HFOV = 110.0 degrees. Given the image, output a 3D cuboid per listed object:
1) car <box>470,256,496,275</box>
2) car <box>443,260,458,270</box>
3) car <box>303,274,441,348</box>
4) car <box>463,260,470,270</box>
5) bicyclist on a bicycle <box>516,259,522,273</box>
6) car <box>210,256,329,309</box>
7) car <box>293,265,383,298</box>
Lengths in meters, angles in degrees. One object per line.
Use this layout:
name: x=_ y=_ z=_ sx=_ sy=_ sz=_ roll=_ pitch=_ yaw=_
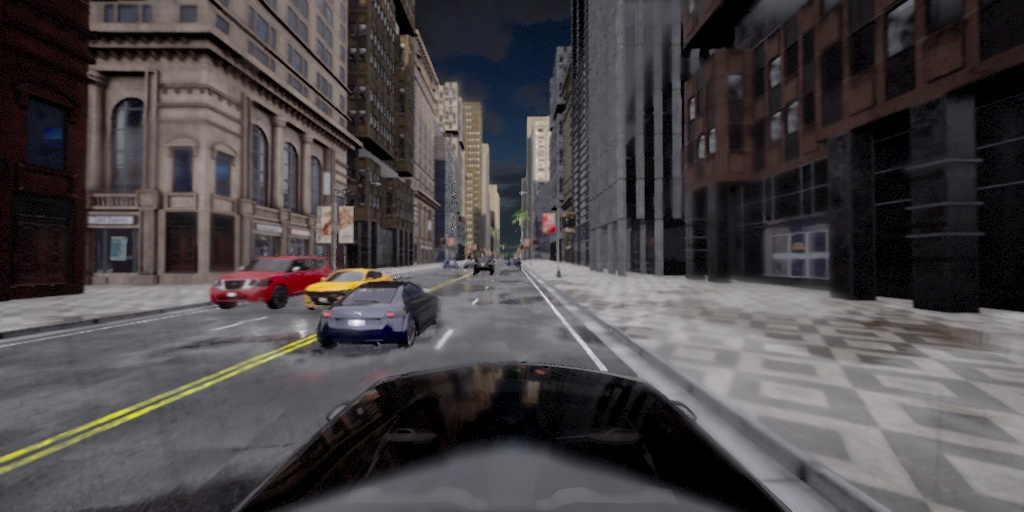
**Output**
car: x=-3.152 y=1.062 z=41.469 sx=2.150 sy=2.045 sz=5.566 roll=0 pitch=0 yaw=0
car: x=-9.796 y=1.397 z=57.653 sx=1.812 sy=1.442 sz=4.674 roll=0 pitch=0 yaw=1
car: x=-3.154 y=1.334 z=9.300 sx=1.994 sy=1.385 sz=4.181 roll=0 pitch=0 yaw=0
car: x=-6.544 y=1.417 z=57.104 sx=2.033 sy=1.411 sz=5.357 roll=0 pitch=0 yaw=1
bicyclist on a bicycle: x=0.892 y=1.216 z=43.900 sx=0.659 sy=1.776 sz=1.843 roll=0 pitch=0 yaw=0
car: x=-9.852 y=1.006 z=15.391 sx=2.150 sy=2.045 sz=5.566 roll=0 pitch=0 yaw=0
car: x=-6.600 y=1.261 z=14.997 sx=1.882 sy=1.535 sz=5.008 roll=0 pitch=0 yaw=0
